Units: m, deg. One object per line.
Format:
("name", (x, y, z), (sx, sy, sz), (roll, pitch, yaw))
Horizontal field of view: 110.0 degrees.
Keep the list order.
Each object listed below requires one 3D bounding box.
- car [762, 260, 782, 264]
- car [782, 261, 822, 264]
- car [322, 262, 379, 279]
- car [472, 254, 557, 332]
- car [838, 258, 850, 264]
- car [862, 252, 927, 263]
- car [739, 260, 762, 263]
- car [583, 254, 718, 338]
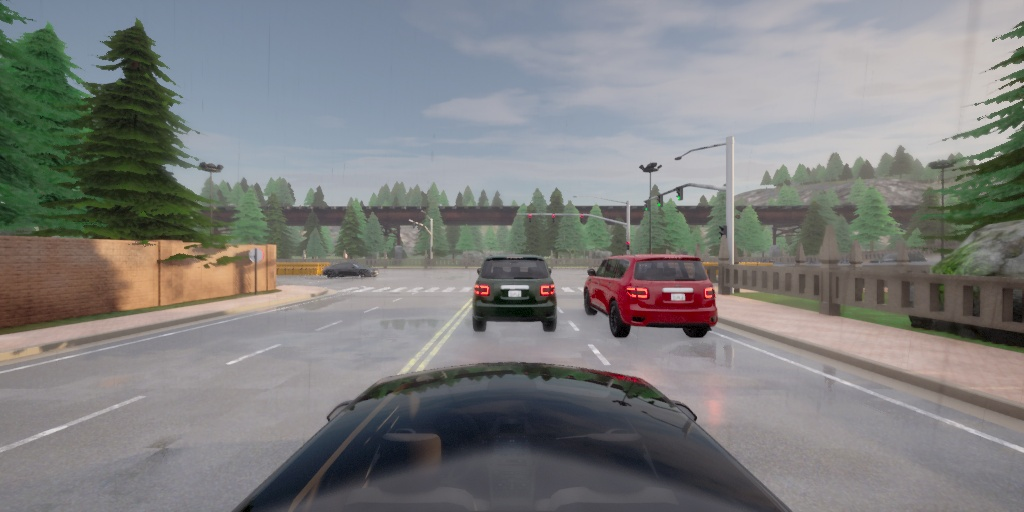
("car", (31.383, 1.297, 45.541), (5.357, 1.411, 2.033), (0, 0, 0))
("car", (34.747, 1.302, 42.021), (4.181, 1.385, 1.994), (0, 0, 0))
("car", (-14.162, 1.275, 31.575), (4.674, 1.442, 1.812), (0, 0, 0))
("car", (0.071, 0.971, 11.021), (2.150, 2.045, 5.566), (0, 0, 0))
("car", (41.762, 1.081, 45.505), (4.902, 1.511, 2.128), (-2, 0, 0))
("car", (45.143, 0.669, 42.006), (5.566, 2.045, 2.150), (-3, 0, -1))
("car", (25.834, 1.241, 42.051), (4.902, 1.511, 2.128), (0, 0, 0))
("car", (3.571, 0.971, 10.344), (2.150, 2.045, 5.566), (0, 0, 0))
